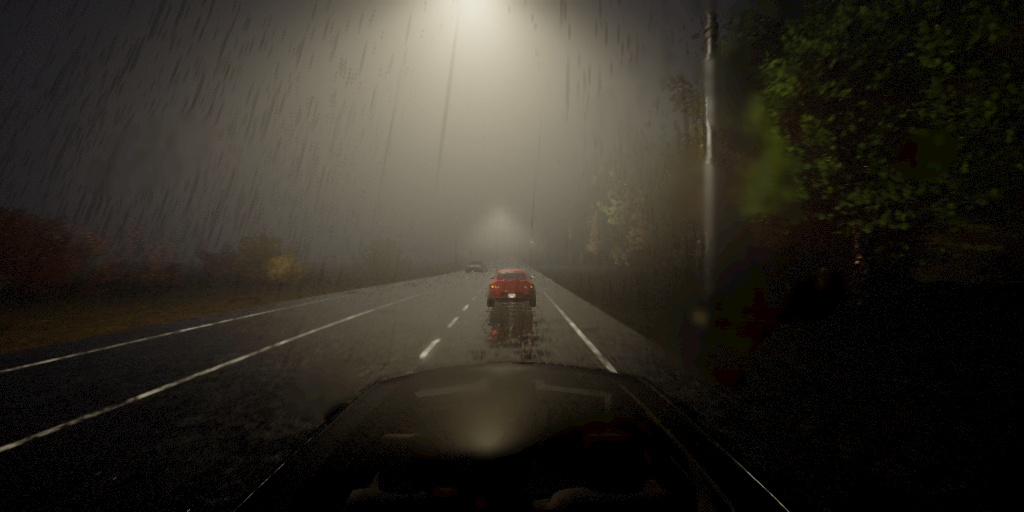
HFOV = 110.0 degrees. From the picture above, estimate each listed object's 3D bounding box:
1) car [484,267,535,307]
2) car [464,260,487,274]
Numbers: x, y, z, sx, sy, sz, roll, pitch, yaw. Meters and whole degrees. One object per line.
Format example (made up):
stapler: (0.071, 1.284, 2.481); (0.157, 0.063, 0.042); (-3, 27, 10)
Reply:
car: (-0.008, 1.245, 15.281); (1.812, 1.442, 4.674); (0, 0, 0)
car: (-3.873, 1.201, 39.682); (2.033, 1.411, 5.357); (0, 0, 4)
